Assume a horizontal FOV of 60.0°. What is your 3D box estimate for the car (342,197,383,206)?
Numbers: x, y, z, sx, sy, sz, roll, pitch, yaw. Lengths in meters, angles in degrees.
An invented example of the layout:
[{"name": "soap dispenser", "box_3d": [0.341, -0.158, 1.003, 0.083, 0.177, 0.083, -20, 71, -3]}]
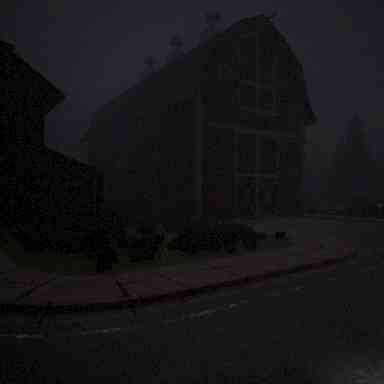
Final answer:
[{"name": "car", "box_3d": [18.272, 1.363, 35.134, 2.097, 1.767, 4.553, 0, 0, -34]}]
